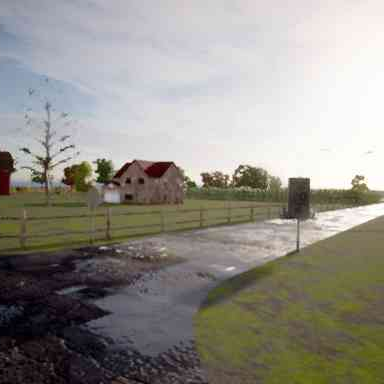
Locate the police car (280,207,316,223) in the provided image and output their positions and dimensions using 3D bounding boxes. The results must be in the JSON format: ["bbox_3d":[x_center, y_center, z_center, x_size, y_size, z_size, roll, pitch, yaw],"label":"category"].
[{"bbox_3d":[9.176,1.745,28.767,2.038,1.542,4.974,2,0,35],"label":"police car"}]
